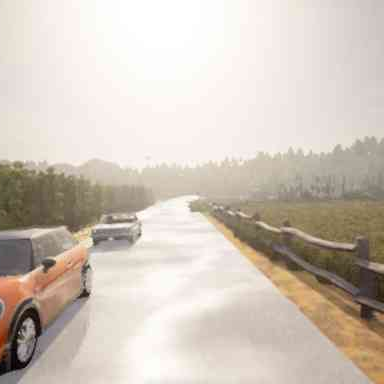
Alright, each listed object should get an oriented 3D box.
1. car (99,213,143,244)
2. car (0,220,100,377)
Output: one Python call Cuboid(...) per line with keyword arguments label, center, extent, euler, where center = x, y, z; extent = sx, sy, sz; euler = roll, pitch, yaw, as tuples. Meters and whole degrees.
Cuboid(label="car", center=(-3.663, 1.781, 16.918), extent=(1.895, 1.301, 4.718), euler=(-2, 0, -2))
Cuboid(label="car", center=(-3.297, 1.499, 5.816), extent=(2.097, 1.767, 4.553), euler=(-2, 0, -2))
